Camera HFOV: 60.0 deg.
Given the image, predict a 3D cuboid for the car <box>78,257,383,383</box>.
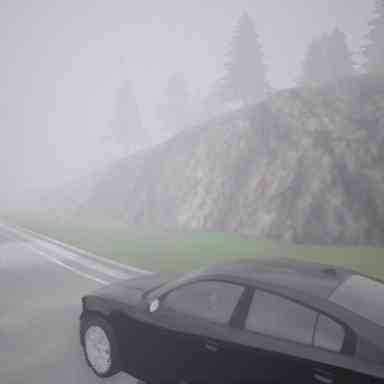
[{"bbox_3d":[0.690,1.509,3.785,5.008,1.535,1.882,0,0,38],"label":"car"}]
